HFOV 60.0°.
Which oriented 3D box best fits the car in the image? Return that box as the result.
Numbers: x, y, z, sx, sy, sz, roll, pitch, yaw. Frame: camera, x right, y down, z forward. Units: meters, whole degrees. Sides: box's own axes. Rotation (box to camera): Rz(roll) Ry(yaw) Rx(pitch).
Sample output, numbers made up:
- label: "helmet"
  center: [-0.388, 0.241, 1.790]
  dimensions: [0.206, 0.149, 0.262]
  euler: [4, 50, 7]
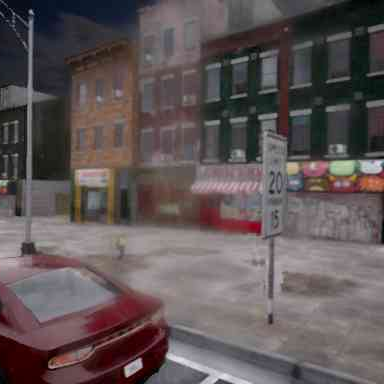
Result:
- label: "car"
  center: [-2.380, 1.548, 4.491]
  dimensions: [4.507, 1.381, 1.887]
  euler: [0, 1, 36]
